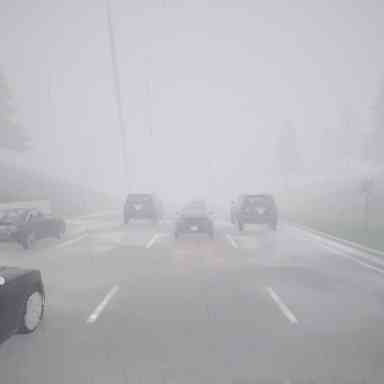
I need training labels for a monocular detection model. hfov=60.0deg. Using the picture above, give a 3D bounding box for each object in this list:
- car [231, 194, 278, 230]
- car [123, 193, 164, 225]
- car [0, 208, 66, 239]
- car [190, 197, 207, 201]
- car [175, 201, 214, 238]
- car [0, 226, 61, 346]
[{"bbox_3d":[3.649,1.109,20.204,2.150,2.045,5.566,0,0,1],"label":"car"},{"bbox_3d":[-3.297,1.092,23.253,2.150,2.045,5.566,0,0,1],"label":"car"},{"bbox_3d":[-6.894,1.414,13.829,2.128,1.511,4.902,0,0,0],"label":"car"},{"bbox_3d":[0.787,1.310,38.913,1.812,1.442,4.674,0,0,3],"label":"car"},{"bbox_3d":[0.107,1.431,17.041,1.812,1.442,4.674,0,0,0],"label":"car"},{"bbox_3d":[-3.400,1.457,3.608,1.882,1.535,5.008,0,0,0],"label":"car"}]
